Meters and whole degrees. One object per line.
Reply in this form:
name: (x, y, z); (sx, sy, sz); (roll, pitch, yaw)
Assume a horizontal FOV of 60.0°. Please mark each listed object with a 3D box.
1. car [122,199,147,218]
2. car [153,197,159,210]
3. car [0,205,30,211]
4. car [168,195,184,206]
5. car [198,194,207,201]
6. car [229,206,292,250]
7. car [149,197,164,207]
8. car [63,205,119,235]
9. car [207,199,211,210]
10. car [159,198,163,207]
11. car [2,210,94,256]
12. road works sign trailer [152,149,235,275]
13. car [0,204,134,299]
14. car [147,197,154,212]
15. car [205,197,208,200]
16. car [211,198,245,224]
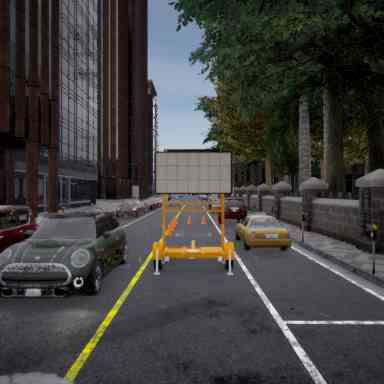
car: (-5.630, 1.449, 30.295); (1.967, 1.590, 4.097); (0, 0, 0)
car: (-5.582, 1.560, 41.209); (1.887, 1.381, 4.507); (0, 0, 0)
car: (-5.725, 1.315, 8.467); (2.192, 1.841, 5.009); (0, 0, 0)
car: (-2.758, 1.571, 54.092); (2.033, 1.411, 5.357); (0, 0, 1)
car: (3.131, 1.489, 84.056); (1.967, 1.590, 4.097); (0, 0, 0)
car: (2.824, 1.527, 14.061); (1.752, 1.417, 4.829); (0, 0, 0)
car: (-5.535, 1.547, 51.953); (1.752, 1.417, 4.829); (0, 0, 0)
car: (-5.678, 1.548, 19.381); (1.887, 1.381, 4.507); (0, 0, 0)
car: (2.920, 1.537, 35.887); (1.752, 1.417, 4.829); (0, 0, 0)
car: (-5.558, 1.459, 46.666); (1.967, 1.590, 4.097); (0, 0, 0)
car: (-5.701, 1.546, 13.924); (1.887, 1.381, 4.507); (0, 0, 0)
road works sign trailer: (0.046, 0.465, 10.451); (2.380, 3.560, 2.880); (0, 0, 0)
car: (-3.061, 1.352, 8.676); (2.097, 1.767, 4.553); (0, 0, 0)
car: (-5.606, 1.563, 35.752); (2.008, 1.369, 4.403); (0, 0, 0)
car: (2.943, 1.581, 41.174); (1.947, 1.339, 4.313); (0, 0, 0)
car: (2.871, 1.321, 24.804); (2.192, 1.841, 5.009); (0, 0, 0)
